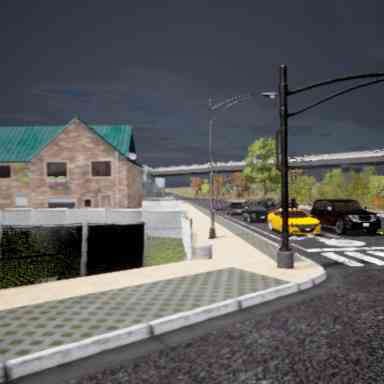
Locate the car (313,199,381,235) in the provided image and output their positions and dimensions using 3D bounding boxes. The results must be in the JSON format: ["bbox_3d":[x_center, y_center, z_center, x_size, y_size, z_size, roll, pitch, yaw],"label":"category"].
[{"bbox_3d":[9.454,1.462,21.068,2.150,2.045,5.566,-1,0,-3],"label":"car"}]

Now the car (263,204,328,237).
[{"bbox_3d":[6.224,1.788,20.701,1.882,1.535,5.008,-1,0,-3],"label":"car"}]

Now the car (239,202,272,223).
[{"bbox_3d":[5.785,1.937,29.678,1.994,1.385,4.181,-1,0,-3],"label":"car"}]

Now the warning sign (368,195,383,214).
[{"bbox_3d":[18.353,1.226,32.844,1.300,1.860,1.060,1,1,-3],"label":"warning sign"}]

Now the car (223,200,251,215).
[{"bbox_3d":[5.306,1.970,39.771,1.812,1.442,4.674,-1,0,-2],"label":"car"}]

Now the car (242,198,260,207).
[{"bbox_3d":[10.825,1.950,60.973,2.128,1.511,4.902,-1,0,-3],"label":"car"}]

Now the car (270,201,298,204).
[{"bbox_3d":[8.978,1.834,30.818,1.812,1.442,4.674,-1,0,-3],"label":"car"}]

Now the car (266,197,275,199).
[{"bbox_3d":[11.326,1.731,50.841,2.097,1.767,4.553,-1,0,-3],"label":"car"}]

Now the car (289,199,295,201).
[{"bbox_3d":[14.589,1.810,50.717,1.837,1.490,4.892,-1,0,-3],"label":"car"}]

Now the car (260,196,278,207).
[{"bbox_3d":[14.068,1.739,61.106,2.097,1.767,4.553,-1,0,-3],"label":"car"}]

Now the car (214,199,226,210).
[{"bbox_3d":[4.729,1.886,52.026,2.097,1.767,4.553,-1,0,-2],"label":"car"}]

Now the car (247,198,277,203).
[{"bbox_3d":[8.510,1.884,40.945,1.837,1.490,4.892,-1,0,-3],"label":"car"}]
